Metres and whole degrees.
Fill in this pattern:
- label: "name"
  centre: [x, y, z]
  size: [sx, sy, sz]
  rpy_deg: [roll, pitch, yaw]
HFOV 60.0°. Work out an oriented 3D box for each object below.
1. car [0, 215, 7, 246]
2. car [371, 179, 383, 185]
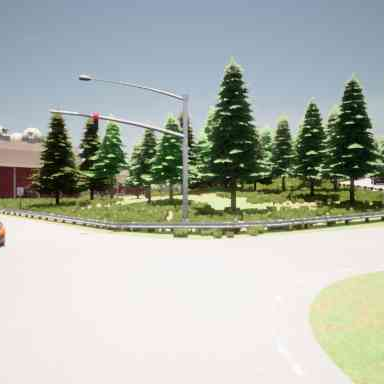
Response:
- label: "car"
  centre: [-9.509, 1.352, 14.229]
  size: [2.097, 1.767, 4.553]
  rpy_deg: [0, 0, -41]
- label: "car"
  centre: [29.010, -1.912, 51.528]
  size: [1.837, 1.490, 4.892]
  rpy_deg: [0, 5, 21]
